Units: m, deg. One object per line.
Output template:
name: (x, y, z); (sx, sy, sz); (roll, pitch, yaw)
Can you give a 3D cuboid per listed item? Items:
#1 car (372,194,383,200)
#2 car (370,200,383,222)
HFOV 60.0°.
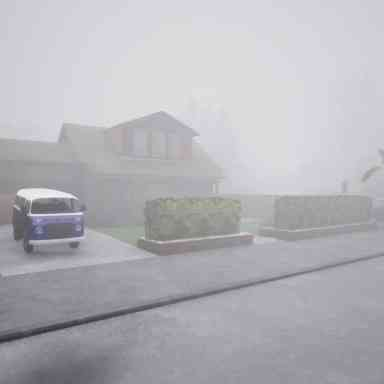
car: (23.994, 0.986, 40.731); (3.866, 1.878, 1.905); (0, 0, 0)
car: (15.448, 1.525, 24.199); (1.812, 1.442, 4.674); (0, 0, -28)
